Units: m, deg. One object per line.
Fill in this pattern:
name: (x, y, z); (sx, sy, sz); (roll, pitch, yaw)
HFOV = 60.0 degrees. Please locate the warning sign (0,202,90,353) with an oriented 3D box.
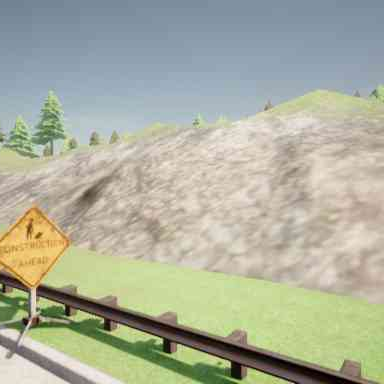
warning sign: (-2.425, 1.112, 5.046); (1.060, 1.860, 1.300); (0, 0, 35)
